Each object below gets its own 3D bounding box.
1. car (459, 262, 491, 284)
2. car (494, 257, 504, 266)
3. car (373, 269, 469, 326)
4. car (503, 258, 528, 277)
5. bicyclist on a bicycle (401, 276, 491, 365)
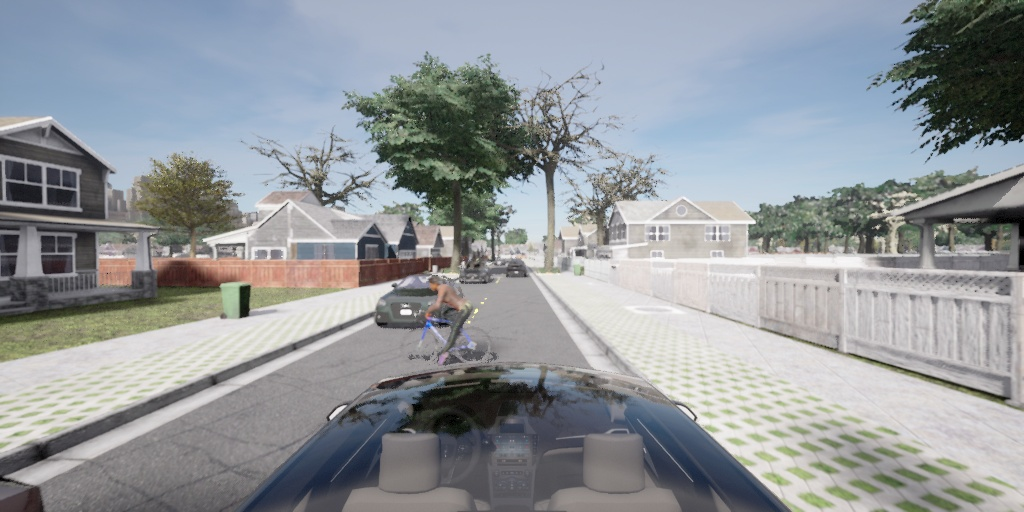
[{"bbox_3d":[-2.560,1.164,25.807,1.837,1.490,4.892,0,0,1],"label":"car"},{"bbox_3d":[-2.102,0.998,63.240,2.128,1.511,4.902,0,0,1],"label":"car"},{"bbox_3d":[-2.749,1.277,11.387,1.994,1.385,4.181,0,0,1],"label":"car"},{"bbox_3d":[0.421,1.136,33.509,1.837,1.490,4.892,0,0,1],"label":"car"},{"bbox_3d":[-1.208,1.181,6.482,1.656,1.620,0.582,-2,0,1],"label":"bicyclist on a bicycle"}]
